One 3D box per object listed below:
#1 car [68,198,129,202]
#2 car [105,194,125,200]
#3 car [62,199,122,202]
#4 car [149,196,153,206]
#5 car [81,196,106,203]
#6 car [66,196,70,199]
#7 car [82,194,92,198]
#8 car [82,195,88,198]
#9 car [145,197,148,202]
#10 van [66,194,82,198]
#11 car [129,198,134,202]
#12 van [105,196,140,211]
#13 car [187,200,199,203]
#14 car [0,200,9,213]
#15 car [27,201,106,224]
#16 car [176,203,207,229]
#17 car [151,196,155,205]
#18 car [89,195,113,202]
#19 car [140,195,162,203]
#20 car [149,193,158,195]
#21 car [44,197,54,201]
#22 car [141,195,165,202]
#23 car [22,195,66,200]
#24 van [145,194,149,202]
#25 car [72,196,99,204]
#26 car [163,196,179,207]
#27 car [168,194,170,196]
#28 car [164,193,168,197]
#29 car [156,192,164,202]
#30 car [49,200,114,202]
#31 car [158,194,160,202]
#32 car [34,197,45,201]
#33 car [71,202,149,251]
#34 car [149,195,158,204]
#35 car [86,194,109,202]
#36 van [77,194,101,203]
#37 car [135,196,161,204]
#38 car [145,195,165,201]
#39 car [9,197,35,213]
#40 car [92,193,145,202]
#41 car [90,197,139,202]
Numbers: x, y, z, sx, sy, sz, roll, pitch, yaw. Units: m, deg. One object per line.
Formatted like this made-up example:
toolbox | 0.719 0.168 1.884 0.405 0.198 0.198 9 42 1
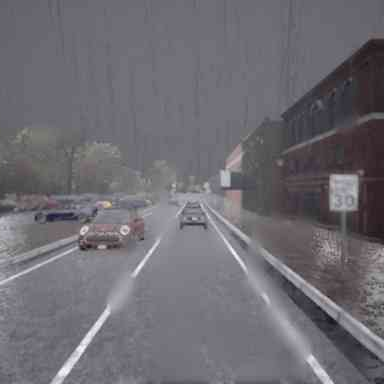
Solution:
car | -9.521 1.647 33.798 5.366 1.575 1.946 0 0 0
car | -21.513 1.388 93.156 4.892 1.521 2.231 0 1 0
car | -9.357 1.669 30.971 4.674 1.452 2.002 0 0 0
car | -9.209 1.815 53.589 4.674 1.452 2.002 0 1 0
car | -21.652 1.584 73.267 5.008 1.535 2.097 0 1 0
car | -21.796 1.775 50.669 5.008 1.535 2.097 0 -1 0
car | -21.692 1.571 61.972 4.553 1.767 2.185 0 1 0
car | -21.773 1.753 59.277 4.792 1.488 2.163 0 1 0
car | -9.246 1.800 47.924 4.674 1.452 2.002 0 0 0
van | -21.642 1.526 56.447 4.442 1.987 1.878 0 1 0
car | -9.312 1.672 36.623 5.008 1.535 2.097 0 0 0
van | -9.379 1.512 45.101 4.442 1.987 1.878 0 0 0
car | 0.151 1.745 41.827 2.128 1.511 4.902 0 0 0
car | -21.910 1.648 33.717 5.008 1.535 2.097 0 0 0
car | -9.420 1.615 25.319 4.792 1.488 2.163 0 0 0
car | 0.107 1.729 23.261 2.033 1.411 5.357 0 0 0
car | -9.185 1.792 56.423 4.674 1.452 2.002 0 1 0
car | -21.605 1.529 78.914 5.008 1.535 2.097 0 1 0
car | -9.109 1.458 73.375 4.553 1.767 2.185 0 1 0
car | -9.183 1.570 62.073 4.553 1.767 2.185 0 1 0
car | -21.810 1.765 45.010 4.792 1.488 2.163 0 0 0
car | -9.226 1.525 79.028 5.366 1.575 1.946 0 1 0
car | -21.792 1.506 47.836 5.566 2.045 2.435 0 0 0
van | -9.342 1.551 50.632 4.442 1.987 1.878 0 0 0
car | -21.690 1.640 67.745 4.892 1.521 2.231 0 1 0
car | -3.169 1.794 56.389 2.033 1.411 5.357 0 0 1
car | -8.956 1.473 87.503 4.792 1.488 2.163 0 1 0
car | -8.873 1.553 76.200 5.366 1.575 1.946 0 1 0
car | -9.143 1.388 67.722 5.566 2.045 2.435 0 1 0
car | -9.375 1.647 28.145 4.674 1.452 2.002 0 0 0
car | -9.135 1.708 64.900 4.674 1.452 2.002 0 1 0
car | -21.829 1.743 42.187 4.792 1.488 2.163 0 0 0
car | -3.345 1.476 14.642 2.097 1.767 4.553 0 0 0
car | -9.164 1.724 59.248 5.008 1.535 2.097 0 1 0
car | -21.659 1.431 76.090 4.553 1.767 2.185 0 1 0
van | -21.780 1.385 70.569 4.442 1.987 1.878 0 0 0
car | -9.281 1.609 70.551 5.366 1.575 1.946 0 1 0
car | -9.020 1.540 81.853 4.674 1.452 2.002 0 1 0
car | -21.883 1.694 39.489 4.892 1.521 2.231 0 0 0
car | -9.252 1.465 42.275 5.566 2.045 2.435 0 0 0
car | -9.304 1.694 39.447 5.008 1.535 2.097 0 0 0
